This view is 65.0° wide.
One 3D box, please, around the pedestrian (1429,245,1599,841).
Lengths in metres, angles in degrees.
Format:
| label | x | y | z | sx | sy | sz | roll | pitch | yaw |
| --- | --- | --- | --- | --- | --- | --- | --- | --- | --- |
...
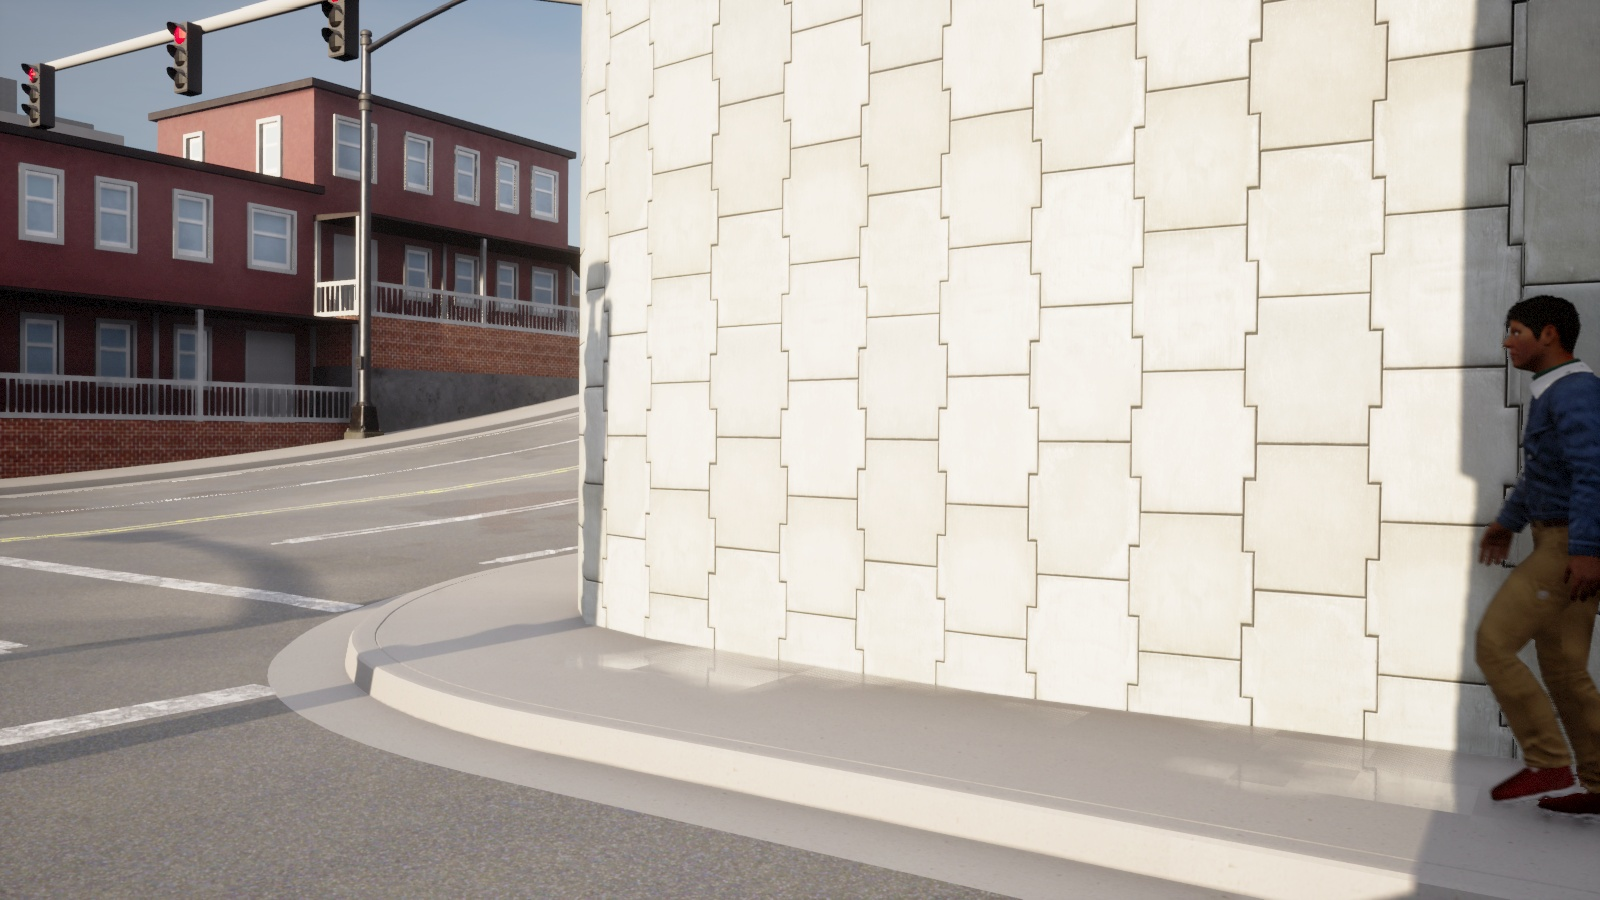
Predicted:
| label | x | y | z | sx | sy | sz | roll | pitch | yaw |
| --- | --- | --- | --- | --- | --- | --- | --- | --- | --- |
| pedestrian | 2.633 | 0.303 | 4.337 | 0.788 | 1.949 | 0.423 | 0 | 1 | 32 |
